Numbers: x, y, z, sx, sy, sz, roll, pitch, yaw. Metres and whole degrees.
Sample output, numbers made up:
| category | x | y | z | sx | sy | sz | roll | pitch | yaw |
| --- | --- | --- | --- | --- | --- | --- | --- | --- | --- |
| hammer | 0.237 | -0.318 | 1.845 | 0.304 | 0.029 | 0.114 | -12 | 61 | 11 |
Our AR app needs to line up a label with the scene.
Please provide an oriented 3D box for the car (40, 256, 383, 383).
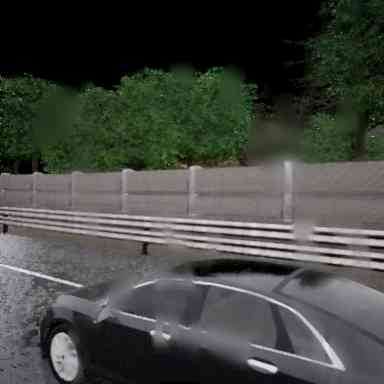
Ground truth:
| category | x | y | z | sx | sy | sz | roll | pitch | yaw |
| --- | --- | --- | --- | --- | --- | --- | --- | --- | --- |
| car | 0.252 | 1.502 | 3.690 | 4.892 | 1.490 | 1.837 | 0 | 0 | 36 |
